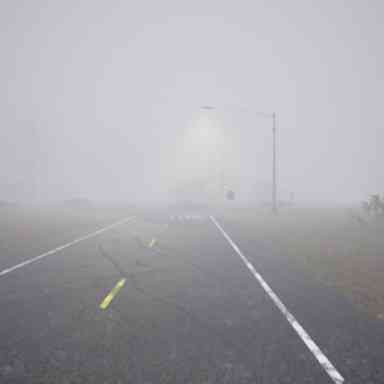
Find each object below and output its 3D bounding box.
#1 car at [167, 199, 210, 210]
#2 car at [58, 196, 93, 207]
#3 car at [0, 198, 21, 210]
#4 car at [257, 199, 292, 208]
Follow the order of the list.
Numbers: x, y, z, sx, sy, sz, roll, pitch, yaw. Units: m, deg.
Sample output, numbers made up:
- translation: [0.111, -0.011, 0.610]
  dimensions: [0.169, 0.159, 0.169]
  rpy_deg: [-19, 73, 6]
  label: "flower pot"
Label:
- translation: [-0.393, 1.524, 41.556]
  dimensions: [5.357, 1.411, 2.033]
  rpy_deg: [0, 0, -1]
  label: "car"
- translation: [-16.828, 1.416, 48.122]
  dimensions: [4.892, 1.490, 1.837]
  rpy_deg: [0, 0, -2]
  label: "car"
- translation: [-23.579, 1.413, 40.920]
  dimensions: [4.674, 1.442, 1.812]
  rpy_deg: [0, 0, -2]
  label: "car"
- translation: [12.032, 1.632, 48.896]
  dimensions: [4.718, 1.301, 1.895]
  rpy_deg: [0, 0, -2]
  label: "car"
